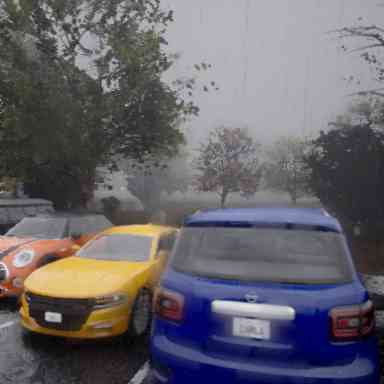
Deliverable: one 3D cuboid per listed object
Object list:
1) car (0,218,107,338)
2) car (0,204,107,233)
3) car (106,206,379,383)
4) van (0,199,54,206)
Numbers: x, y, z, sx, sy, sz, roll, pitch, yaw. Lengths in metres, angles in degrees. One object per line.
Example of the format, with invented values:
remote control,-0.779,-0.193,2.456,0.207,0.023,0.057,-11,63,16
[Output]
car,-1.220,1.469,6.959,2.097,1.535,5.008,1,0,15
car,-3.628,1.332,8.704,2.185,1.767,4.553,1,0,16
car,1.191,1.229,5.267,2.435,2.045,5.566,0,-1,15
van,-6.024,1.219,10.509,1.878,1.987,4.442,0,-1,16
